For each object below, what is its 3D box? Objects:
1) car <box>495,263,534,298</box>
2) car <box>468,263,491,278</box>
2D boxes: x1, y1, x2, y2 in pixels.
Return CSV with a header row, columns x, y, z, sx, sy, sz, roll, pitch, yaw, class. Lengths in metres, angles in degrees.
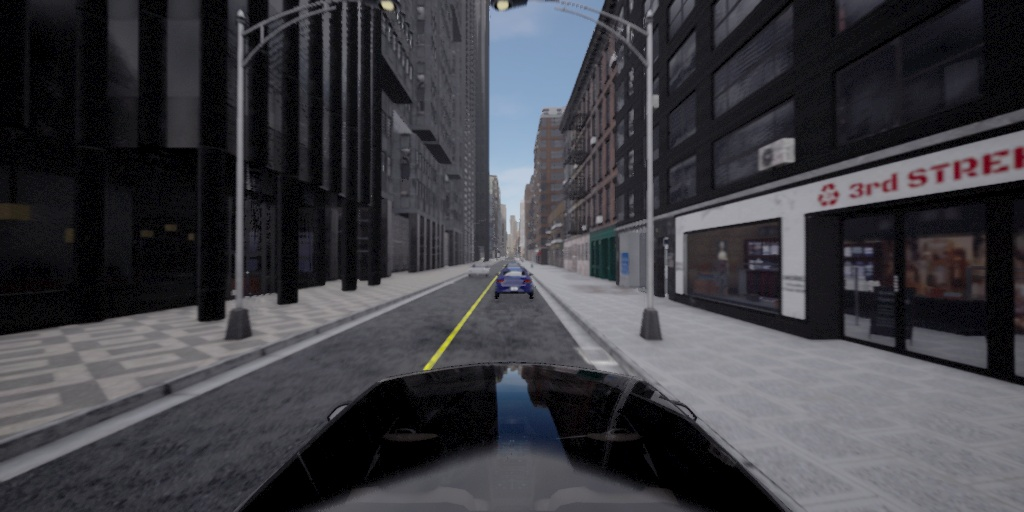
x,y,z,sx,sy,sz,roll,pitch,yaw,class
0.102,1.284,18.288,1.812,1.442,4.674,0,0,0,car
-3.095,1.369,34.386,1.895,1.301,4.718,0,0,0,car
